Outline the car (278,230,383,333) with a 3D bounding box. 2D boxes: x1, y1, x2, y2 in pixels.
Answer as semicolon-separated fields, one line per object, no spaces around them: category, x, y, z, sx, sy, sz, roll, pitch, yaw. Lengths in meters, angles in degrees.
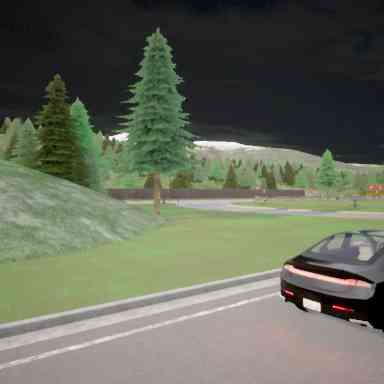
car;3.781;1.491;6.424;4.902;1.511;2.128;0;0;-35
